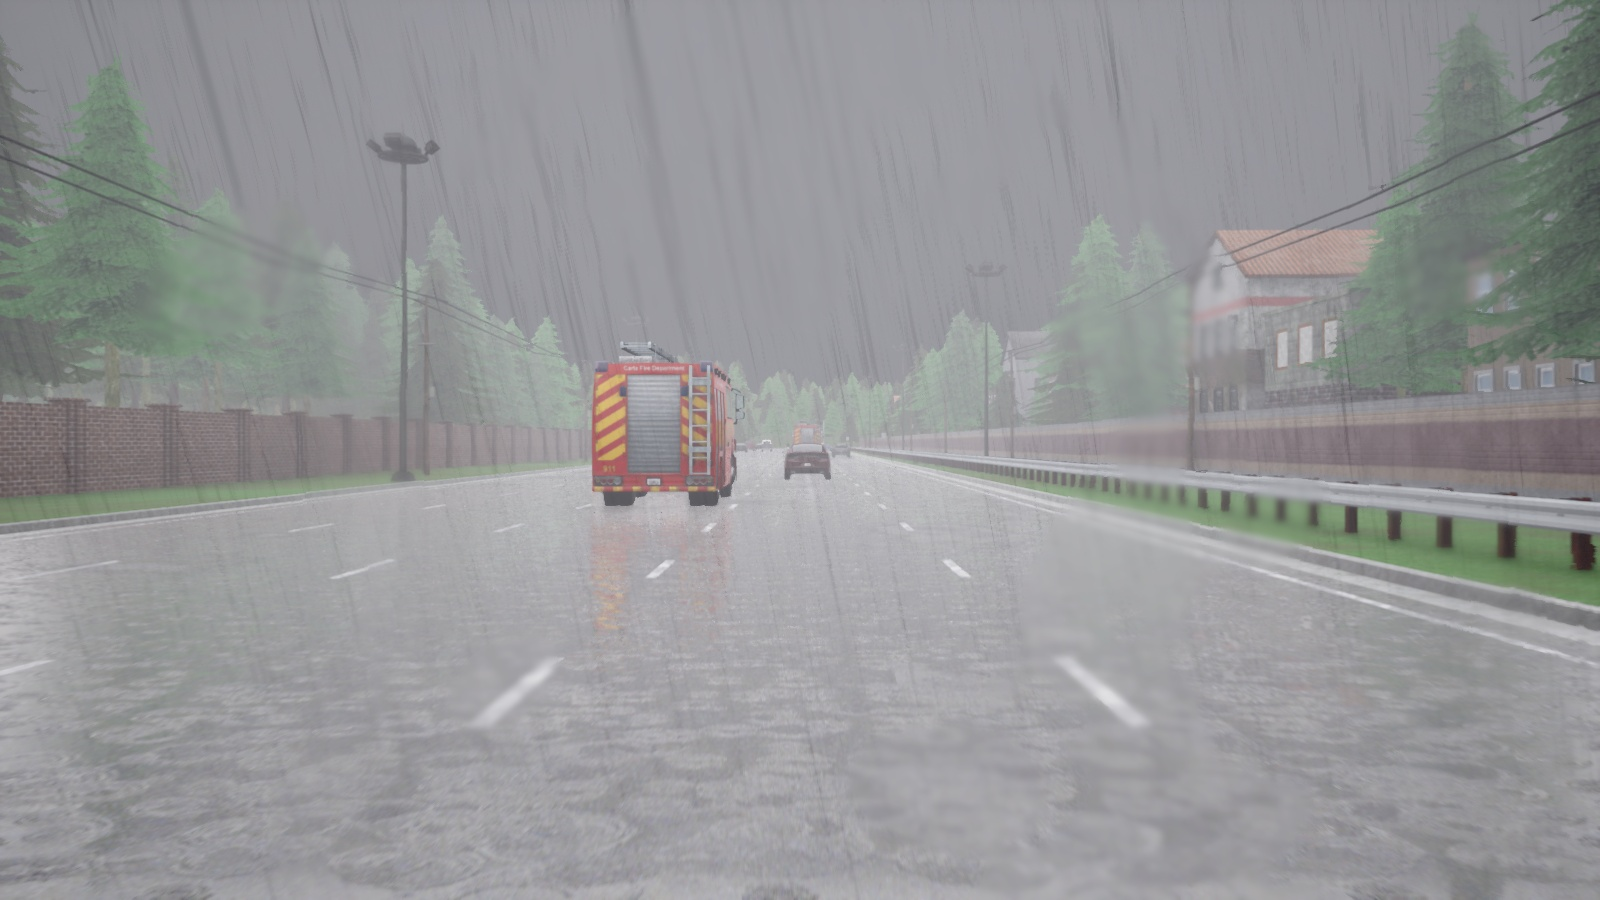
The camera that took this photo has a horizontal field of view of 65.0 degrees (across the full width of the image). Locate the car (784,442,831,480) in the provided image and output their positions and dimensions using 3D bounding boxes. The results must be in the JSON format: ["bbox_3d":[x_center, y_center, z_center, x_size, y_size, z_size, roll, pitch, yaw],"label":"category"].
[{"bbox_3d":[0.318,0.425,53.043,1.882,1.535,5.008,0,0,0],"label":"car"}]

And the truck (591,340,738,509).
[{"bbox_3d":[-3.297,-0.606,32.827,2.891,3.827,8.468,0,0,0],"label":"truck"}]
